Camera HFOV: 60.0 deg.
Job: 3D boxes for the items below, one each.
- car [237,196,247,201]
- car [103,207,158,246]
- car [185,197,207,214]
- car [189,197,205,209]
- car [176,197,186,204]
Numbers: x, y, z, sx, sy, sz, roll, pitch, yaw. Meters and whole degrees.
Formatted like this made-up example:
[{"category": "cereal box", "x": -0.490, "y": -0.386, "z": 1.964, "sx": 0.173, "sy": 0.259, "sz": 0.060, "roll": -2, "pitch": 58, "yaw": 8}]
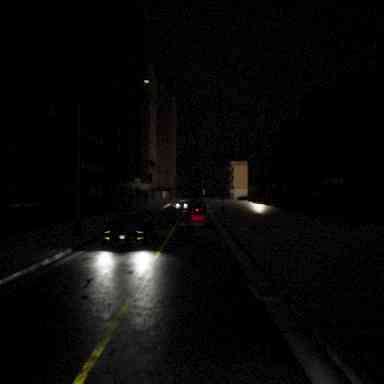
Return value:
[{"category": "car", "x": 14.329, "y": 1.762, "z": 89.513, "sx": 4.313, "sy": 1.339, "sz": 1.947, "roll": 1, "pitch": -1, "yaw": 1}, {"category": "car", "x": -2.668, "y": 1.503, "z": 15.276, "sx": 1.837, "sy": 1.490, "sz": 4.892, "roll": 0, "pitch": 0, "yaw": 1}, {"category": "car", "x": 0.529, "y": 1.520, "z": 35.137, "sx": 1.837, "sy": 1.490, "sz": 4.892, "roll": 0, "pitch": 0, "yaw": 1}, {"category": "car", "x": 0.680, "y": 1.510, "z": 47.644, "sx": 2.128, "sy": 1.511, "sz": 4.902, "roll": 0, "pitch": 0, "yaw": 1}, {"category": "car", "x": -1.971, "y": 1.614, "z": 64.093, "sx": 1.895, "sy": 1.301, "sz": 4.718, "roll": 0, "pitch": 0, "yaw": 1}]
